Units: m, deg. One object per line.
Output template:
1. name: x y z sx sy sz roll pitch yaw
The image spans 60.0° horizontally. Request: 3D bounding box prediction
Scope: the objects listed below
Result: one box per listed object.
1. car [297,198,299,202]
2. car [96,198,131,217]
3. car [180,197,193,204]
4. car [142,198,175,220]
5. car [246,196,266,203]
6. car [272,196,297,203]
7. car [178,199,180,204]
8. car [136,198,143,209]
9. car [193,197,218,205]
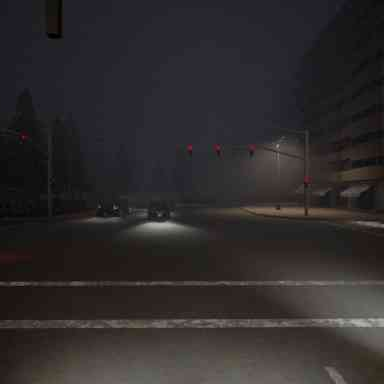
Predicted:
1. car: 21.923 1.525 73.615 4.902 1.511 2.128 0 0 -22
2. car: -7.259 1.352 31.029 2.097 1.767 4.553 0 0 6
3. car: -0.731 1.601 62.107 1.895 1.301 4.718 0 0 31
4. car: -2.902 1.510 28.369 2.128 1.511 4.902 0 1 -9
5. car: 13.128 1.478 68.087 5.008 1.535 1.882 0 0 -41
6. car: 18.492 1.478 67.600 5.008 1.535 1.882 0 0 -33
7. car: -3.199 1.491 41.097 2.128 1.511 4.902 0 0 4
8. car: -6.235 1.525 45.689 1.812 1.442 4.674 0 0 8
9. car: 2.886 1.548 61.370 2.033 1.411 5.357 0 0 33
